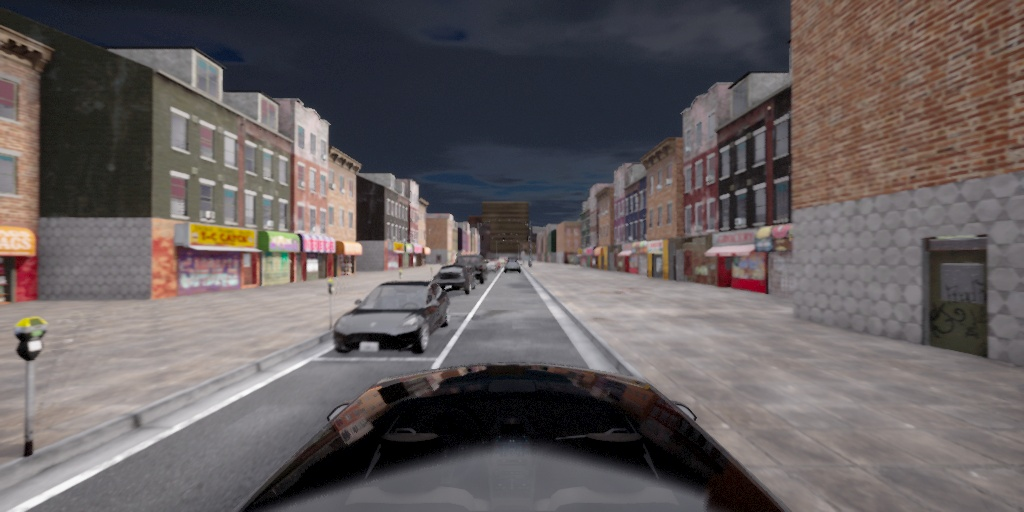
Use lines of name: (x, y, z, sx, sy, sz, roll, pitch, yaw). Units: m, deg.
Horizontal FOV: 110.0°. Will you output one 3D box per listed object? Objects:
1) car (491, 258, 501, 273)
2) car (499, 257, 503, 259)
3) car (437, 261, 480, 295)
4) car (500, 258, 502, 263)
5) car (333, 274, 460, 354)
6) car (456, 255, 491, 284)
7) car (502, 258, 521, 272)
car: (-2.634, 1.254, 41.749, 2.007, 1.370, 4.403, 0, 0, 0)
car: (-2.634, 1.256, 52.737, 1.888, 1.381, 4.507, 0, 0, 0)
car: (-3.019, 1.217, 19.495, 1.837, 1.490, 4.892, 0, 0, 0)
car: (-2.634, 1.251, 47.243, 1.888, 1.381, 4.507, 0, 0, 0)
car: (-2.636, 1.298, 8.788, 1.948, 1.339, 4.313, 0, 0, 0)
car: (-2.979, 0.934, 26.526, 2.150, 2.045, 5.566, 0, 0, 0)
car: (0.070, 1.268, 44.391, 1.994, 1.385, 4.181, 0, 0, 0)
